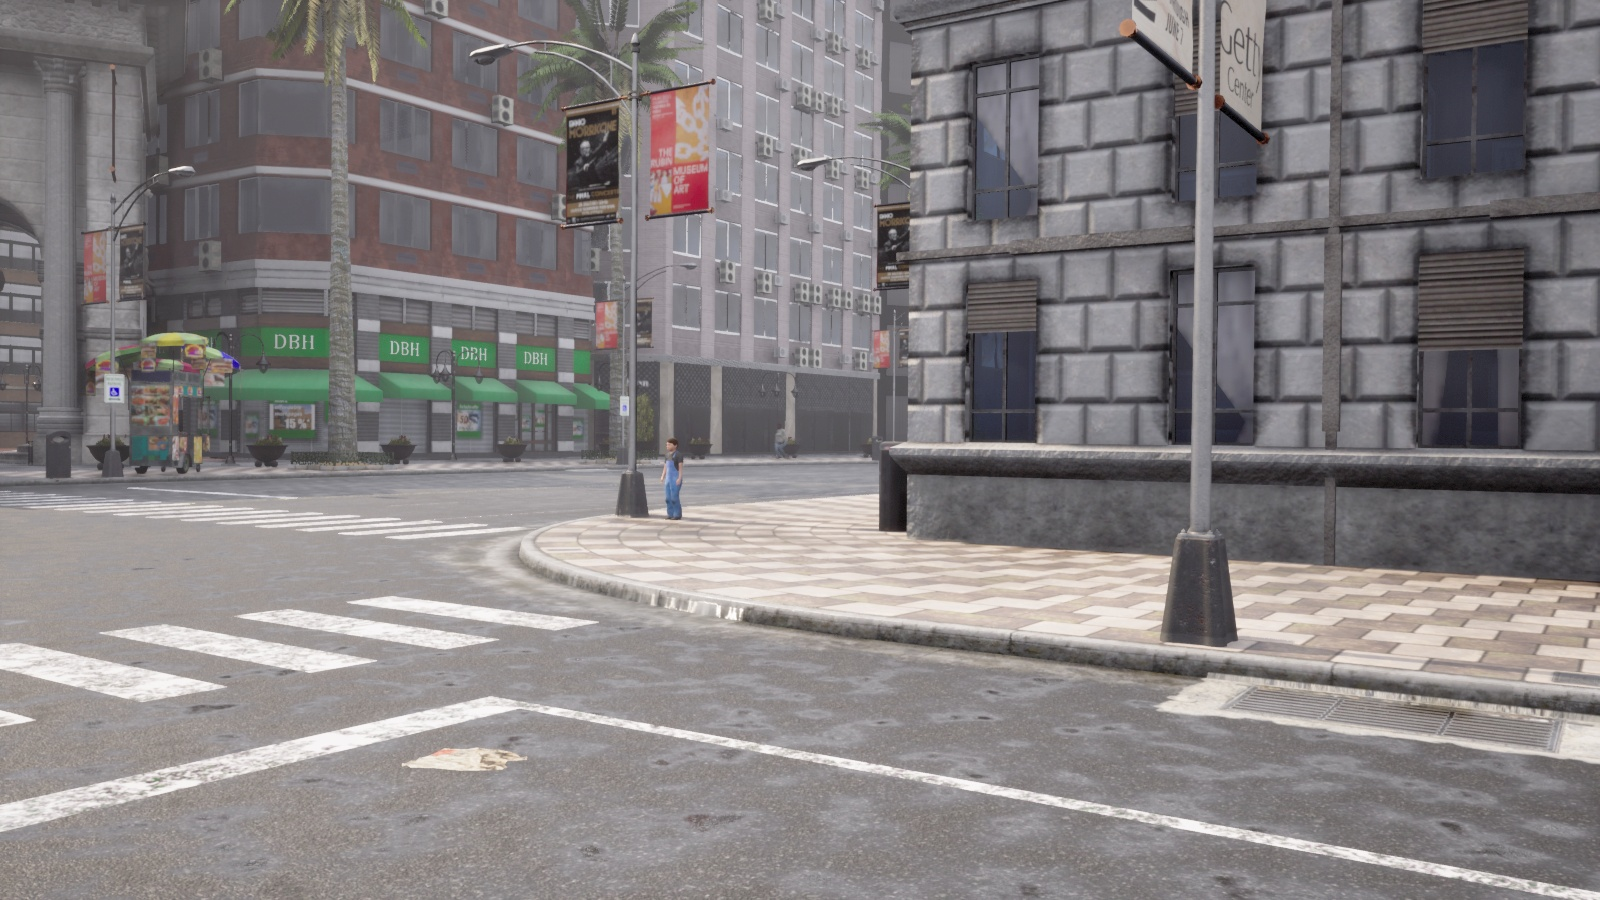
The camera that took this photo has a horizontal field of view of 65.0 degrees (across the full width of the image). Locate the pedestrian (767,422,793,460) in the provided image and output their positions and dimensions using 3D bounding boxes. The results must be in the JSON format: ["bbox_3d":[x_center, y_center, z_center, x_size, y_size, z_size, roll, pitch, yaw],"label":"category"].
[{"bbox_3d":[-0.977,-0.439,61.257,0.874,1.855,0.900,0,1,45],"label":"pedestrian"}]

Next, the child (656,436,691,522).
[{"bbox_3d":[-1.903,0.427,18.894,0.270,1.263,0.437,0,1,43],"label":"child"}]
